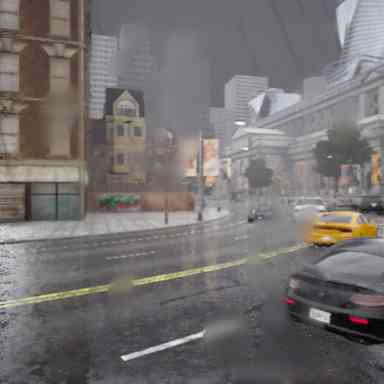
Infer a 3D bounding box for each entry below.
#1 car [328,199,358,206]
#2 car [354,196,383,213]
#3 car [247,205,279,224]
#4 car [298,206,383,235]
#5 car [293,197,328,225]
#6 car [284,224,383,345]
[{"bbox_3d":[14.870,1.731,34.013,2.128,1.511,4.902,0,0,10],"label":"car"},{"bbox_3d":[18.654,1.468,36.099,2.150,2.045,5.566,0,-1,7],"label":"car"},{"bbox_3d":[5.805,1.769,26.845,1.994,1.385,4.181,0,-1,21],"label":"car"},{"bbox_3d":[6.524,1.578,14.212,1.882,1.535,5.008,0,0,39],"label":"car"},{"bbox_3d":[9.142,1.393,25.739,2.150,2.045,5.566,0,-1,21],"label":"car"},{"bbox_3d":[3.547,1.569,6.133,4.674,1.442,1.812,0,0,-40],"label":"car"}]
